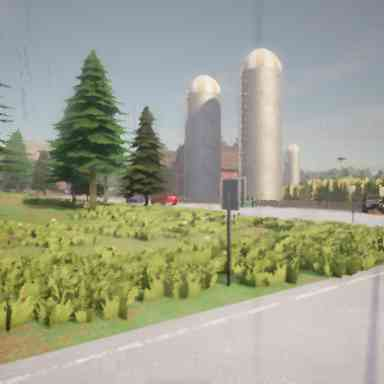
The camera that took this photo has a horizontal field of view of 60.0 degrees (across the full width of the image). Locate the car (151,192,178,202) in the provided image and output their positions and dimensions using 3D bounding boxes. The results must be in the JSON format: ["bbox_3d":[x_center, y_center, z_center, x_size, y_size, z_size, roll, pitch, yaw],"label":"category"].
[{"bbox_3d":[-4.305,1.088,52.107,2.150,2.045,5.566,0,0,-35],"label":"car"}]

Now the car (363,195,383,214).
[{"bbox_3d":[18.568,1.230,33.972,1.905,1.878,3.866,0,0,24],"label":"car"}]

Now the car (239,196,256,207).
[{"bbox_3d":[6.984,1.355,46.427,3.988,1.617,1.851,0,0,-36],"label":"car"}]

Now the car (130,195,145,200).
[{"bbox_3d":[-10.248,1.395,60.523,1.812,1.442,4.674,0,0,-35],"label":"car"}]

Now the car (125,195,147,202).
[{"bbox_3d":[-12.330,1.422,73.199,4.181,1.381,1.994,0,0,-36],"label":"car"}]
